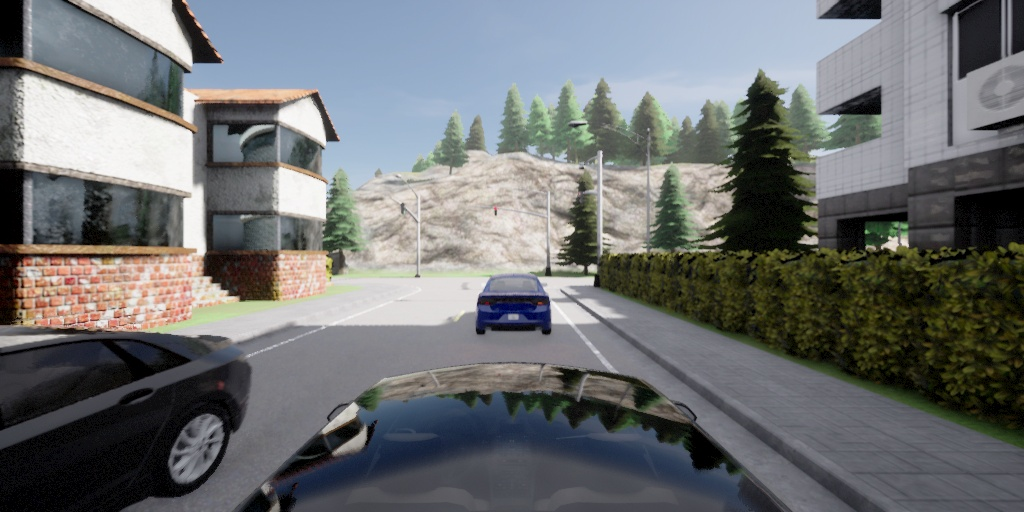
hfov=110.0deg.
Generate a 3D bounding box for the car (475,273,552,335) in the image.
[{"bbox_3d":[0.055,1.225,10.547,1.882,1.535,5.008,0,0,1],"label":"car"}]

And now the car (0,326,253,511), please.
[{"bbox_3d":[-3.595,1.254,1.691,1.837,1.490,4.892,0,0,0],"label":"car"}]
